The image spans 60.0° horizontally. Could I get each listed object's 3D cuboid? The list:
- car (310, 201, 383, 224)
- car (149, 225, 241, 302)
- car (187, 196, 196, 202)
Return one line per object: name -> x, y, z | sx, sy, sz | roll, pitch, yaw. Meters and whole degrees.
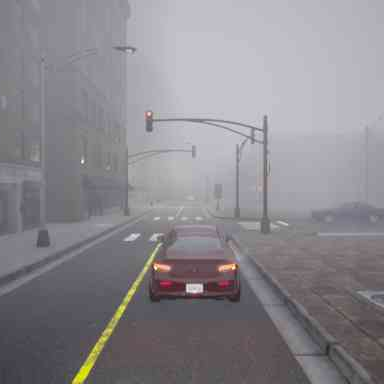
car -> 11.078, 1.426, 23.851 | 5.008, 1.535, 1.882 | 0, 0, 0
car -> 0.074, 1.524, 8.139 | 1.812, 1.442, 4.674 | 0, 0, 1
car -> -0.150, 1.548, 76.115 | 1.812, 1.442, 4.674 | 0, 0, 0
